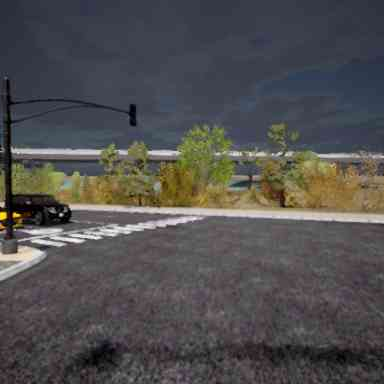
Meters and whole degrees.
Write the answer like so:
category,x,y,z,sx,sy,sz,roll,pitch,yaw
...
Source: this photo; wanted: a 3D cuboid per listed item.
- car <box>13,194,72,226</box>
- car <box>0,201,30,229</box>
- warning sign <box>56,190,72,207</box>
category,x,y,z,sx,sy,sz,roll,pitch,yaw
car,-10.886,1.160,23.570,5.566,2.045,2.150,0,2,35
car,-12.600,1.542,20.814,5.008,1.535,1.882,0,2,35
warning sign,-14.603,0.705,37.849,1.060,1.860,1.300,2,2,35
